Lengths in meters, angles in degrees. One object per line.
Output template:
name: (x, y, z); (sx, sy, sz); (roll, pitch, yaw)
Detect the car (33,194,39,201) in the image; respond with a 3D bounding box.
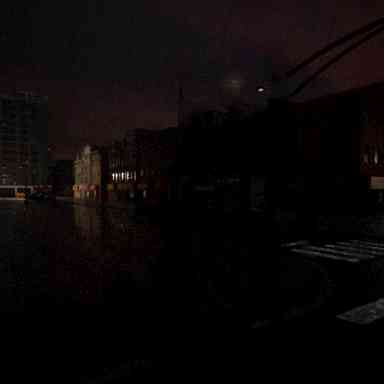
car: (-28.670, 0.997, 63.920); (1.967, 1.590, 4.097); (0, 0, -36)

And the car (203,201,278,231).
car: (2.970, 1.450, 19.745); (1.887, 1.381, 4.507); (1, 0, -36)

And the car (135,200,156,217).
car: (-3.358, 1.375, 28.580); (1.887, 1.381, 4.507); (1, 0, -36)

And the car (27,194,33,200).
car: (-31.835, 1.070, 68.338); (1.887, 1.381, 4.507); (0, 0, -36)

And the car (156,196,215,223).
car: (-0.191, 1.182, 24.162); (2.192, 1.841, 5.009); (1, 0, -36)

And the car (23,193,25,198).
car: (-34.999, 1.046, 72.755); (2.008, 1.369, 4.403); (0, 0, -36)

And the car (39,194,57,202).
car: (-25.605, 1.114, 59.640); (1.752, 1.417, 4.829); (0, 0, -36)
